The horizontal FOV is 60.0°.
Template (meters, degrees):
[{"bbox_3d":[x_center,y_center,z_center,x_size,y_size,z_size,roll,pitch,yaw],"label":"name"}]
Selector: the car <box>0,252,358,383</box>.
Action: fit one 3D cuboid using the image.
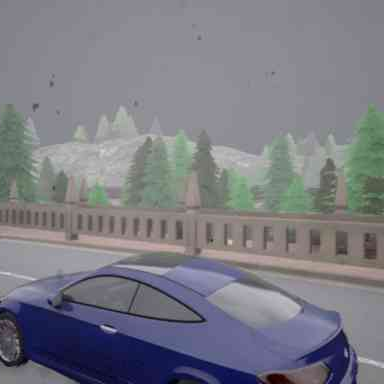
[{"bbox_3d":[-0.560,1.508,4.112,4.674,1.442,1.812,0,0,33],"label":"car"}]
